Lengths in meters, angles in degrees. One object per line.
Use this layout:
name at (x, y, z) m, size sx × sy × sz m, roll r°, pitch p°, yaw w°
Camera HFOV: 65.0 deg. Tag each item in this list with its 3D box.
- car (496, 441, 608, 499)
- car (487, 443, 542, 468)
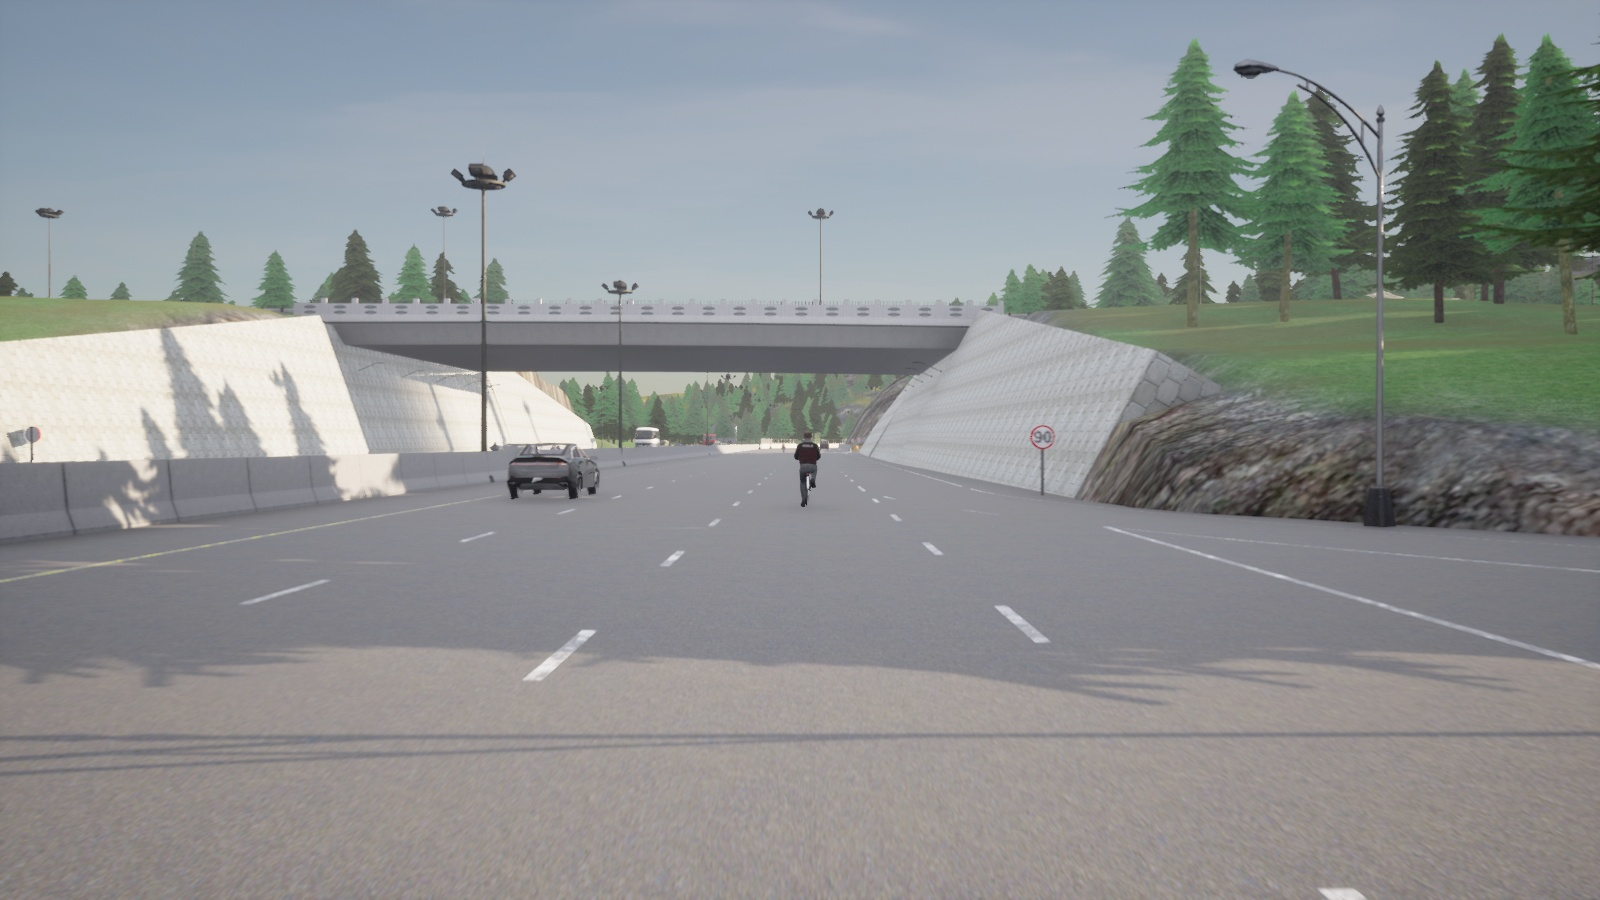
car at (-6.786, 0.502, 34.943) m, size 2.128 × 1.511 × 4.902 m, roll 0°, pitch 1°, yaw 0°
car at (-17.057, 0.308, 75.210) m, size 2.163 × 1.488 × 4.792 m, roll 0°, pitch 0°, yaw 0°
